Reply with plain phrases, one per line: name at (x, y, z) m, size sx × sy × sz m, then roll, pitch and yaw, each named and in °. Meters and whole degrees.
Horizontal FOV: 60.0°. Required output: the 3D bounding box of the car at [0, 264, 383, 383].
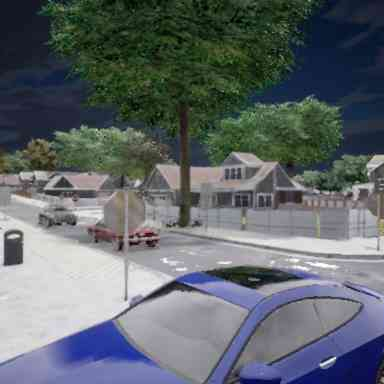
car at (0.367, 1.542, 3.221) m, size 4.674 × 1.442 × 1.812 m, roll 1°, pitch -1°, yaw -36°

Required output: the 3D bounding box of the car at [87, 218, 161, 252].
car at (-3.379, 1.910, 15.935) m, size 1.895 × 1.301 × 4.718 m, roll 0°, pitch -1°, yaw -35°

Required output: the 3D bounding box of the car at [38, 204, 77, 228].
car at (-10.630, 1.769, 26.248) m, size 2.097 × 1.767 × 4.553 m, roll 0°, pitch -1°, yaw -35°
